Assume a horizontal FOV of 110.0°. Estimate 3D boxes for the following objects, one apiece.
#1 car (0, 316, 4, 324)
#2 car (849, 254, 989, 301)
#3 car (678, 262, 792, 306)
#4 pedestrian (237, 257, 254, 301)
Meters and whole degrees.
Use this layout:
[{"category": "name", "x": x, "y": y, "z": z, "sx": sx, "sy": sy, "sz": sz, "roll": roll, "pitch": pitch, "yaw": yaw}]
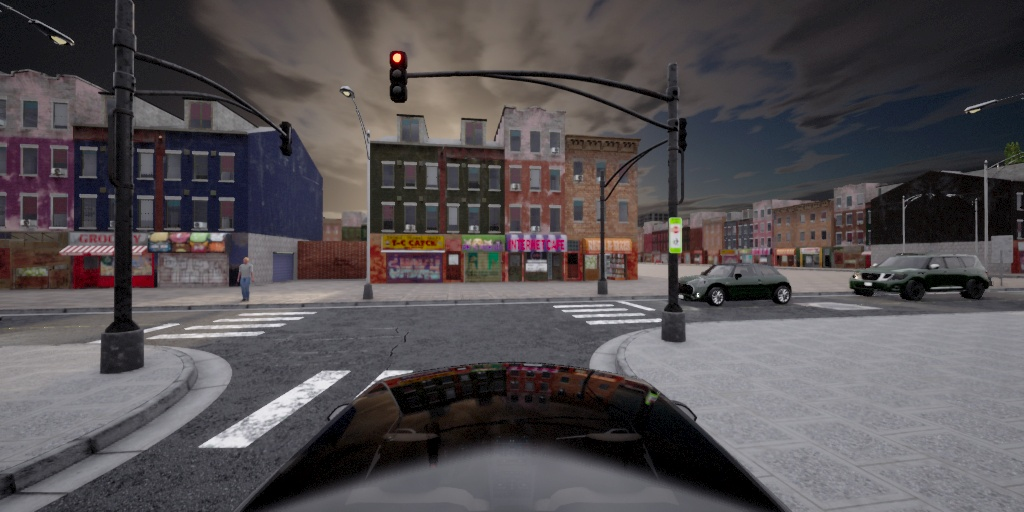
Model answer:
[{"category": "car", "x": -15.937, "y": 1.334, "z": 8.285, "sx": 5.357, "sy": 1.411, "sz": 2.033, "roll": 0, "pitch": 0, "yaw": -9}, {"category": "car", "x": 18.934, "y": 0.929, "z": 16.736, "sx": 5.566, "sy": 2.045, "sz": 2.150, "roll": 0, "pitch": 0, "yaw": -9}, {"category": "car", "x": 9.177, "y": 1.083, "z": 15.178, "sx": 4.553, "sy": 1.767, "sz": 2.097, "roll": 0, "pitch": 0, "yaw": -10}, {"category": "pedestrian", "x": -11.107, "y": 0.945, "z": 14.977, "sx": 0.375, "sy": 1.860, "sz": 0.375, "roll": 0, "pitch": 0, "yaw": -9}]
